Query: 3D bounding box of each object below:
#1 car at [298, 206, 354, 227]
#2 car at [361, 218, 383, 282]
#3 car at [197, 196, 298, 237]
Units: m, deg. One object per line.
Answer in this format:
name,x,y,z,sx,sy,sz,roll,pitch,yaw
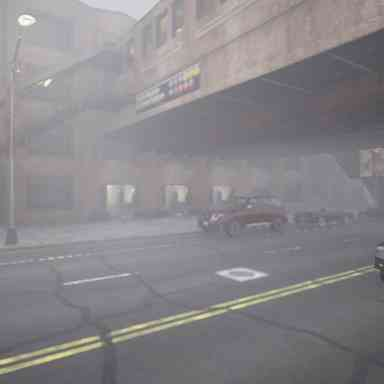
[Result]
car,8.932,1.594,22.642,4.718,1.301,1.895,0,0,-36
car,6.467,1.491,8.360,4.902,1.511,2.128,0,0,-35
car,2.936,1.228,18.312,5.566,2.045,2.435,0,0,-36
